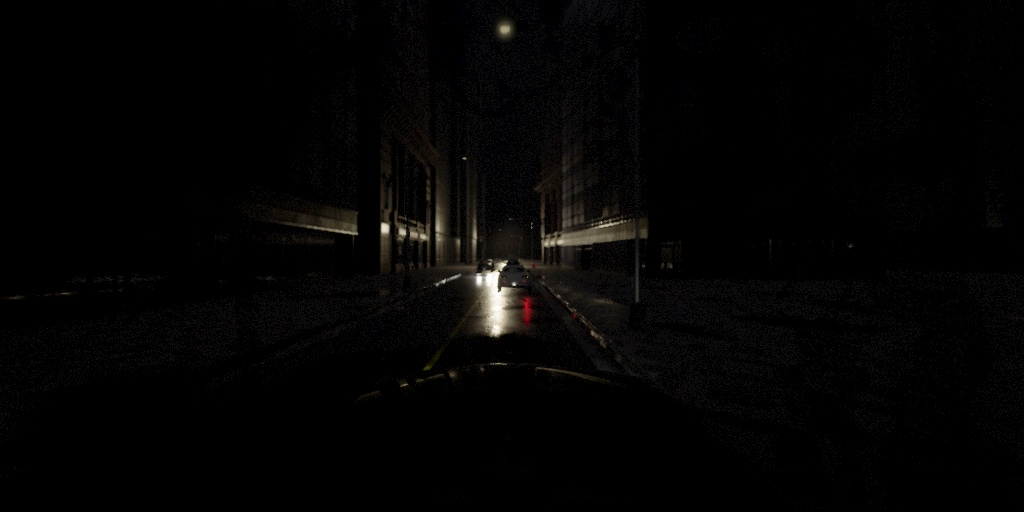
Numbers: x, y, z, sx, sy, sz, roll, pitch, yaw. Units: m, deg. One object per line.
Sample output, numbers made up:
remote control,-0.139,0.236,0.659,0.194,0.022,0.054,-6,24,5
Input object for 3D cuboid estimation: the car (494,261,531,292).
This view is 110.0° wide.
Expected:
car,0.110,1.239,21.055,1.812,1.442,4.674,0,0,0

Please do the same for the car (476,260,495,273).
car,-2.993,1.164,41.550,2.128,1.511,4.902,0,0,0
